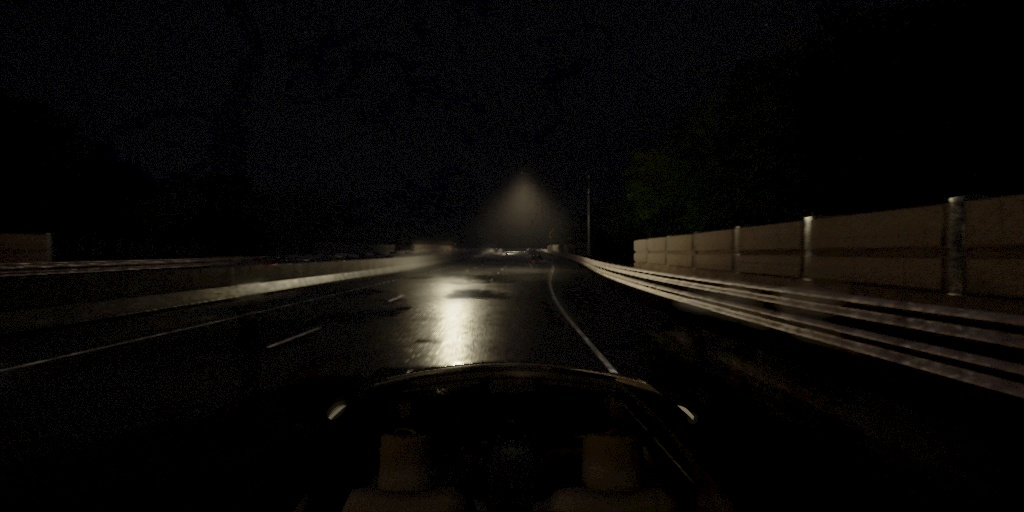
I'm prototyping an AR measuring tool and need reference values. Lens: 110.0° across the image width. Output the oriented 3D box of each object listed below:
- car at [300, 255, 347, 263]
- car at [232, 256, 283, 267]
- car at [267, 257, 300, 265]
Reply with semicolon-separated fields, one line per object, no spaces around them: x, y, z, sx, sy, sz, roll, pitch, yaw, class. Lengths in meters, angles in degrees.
-17.167;0.754;33.616;2.097;1.767;4.553;0;1;2;car
-24.163;0.955;33.748;1.994;1.385;4.181;0;1;2;car
-20.650;0.987;34.389;1.895;1.301;4.718;0;1;2;car
